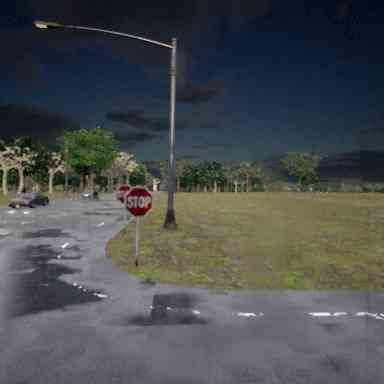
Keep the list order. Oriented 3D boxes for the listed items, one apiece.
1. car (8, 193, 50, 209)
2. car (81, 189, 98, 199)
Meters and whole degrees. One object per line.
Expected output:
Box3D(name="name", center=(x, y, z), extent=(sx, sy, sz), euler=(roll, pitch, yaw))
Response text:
Box3D(name="car", center=(-14.856, 0.774, 30.681), extent=(2.033, 1.411, 5.357), euler=(1, 1, -4))
Box3D(name="car", center=(-16.145, 0.330, 52.702), extent=(2.128, 1.511, 4.902), euler=(1, 1, -3))
